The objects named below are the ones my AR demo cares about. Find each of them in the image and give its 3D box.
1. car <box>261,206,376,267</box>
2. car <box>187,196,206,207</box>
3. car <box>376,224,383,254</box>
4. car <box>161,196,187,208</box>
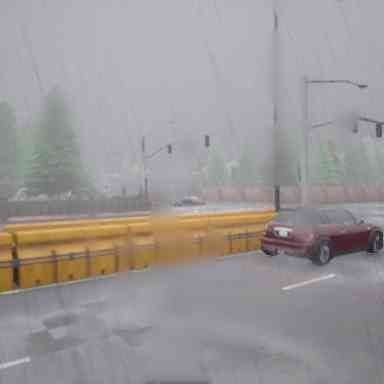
[{"bbox_3d":[4.492,1.243,11.262,4.553,1.767,2.097,-1,1,-35],"label":"car"},{"bbox_3d":[-0.034,1.237,45.775,1.812,1.442,4.674,-1,1,-36],"label":"car"},{"bbox_3d":[6.991,1.409,8.741,4.674,1.442,1.812,-1,1,-35],"label":"car"},{"bbox_3d":[-3.136,1.252,44.094,1.837,1.490,4.892,-1,1,-36],"label":"car"}]
